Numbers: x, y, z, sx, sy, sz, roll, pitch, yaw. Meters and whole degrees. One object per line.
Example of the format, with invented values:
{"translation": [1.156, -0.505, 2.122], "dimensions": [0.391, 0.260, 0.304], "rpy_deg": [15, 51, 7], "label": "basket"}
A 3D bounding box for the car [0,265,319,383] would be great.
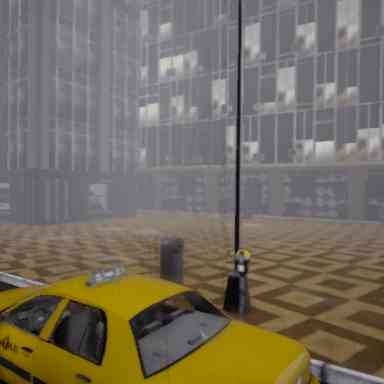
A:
{"translation": [-1.148, 1.539, 3.838], "dimensions": [4.829, 1.417, 1.752], "rpy_deg": [0, 1, 36], "label": "car"}
